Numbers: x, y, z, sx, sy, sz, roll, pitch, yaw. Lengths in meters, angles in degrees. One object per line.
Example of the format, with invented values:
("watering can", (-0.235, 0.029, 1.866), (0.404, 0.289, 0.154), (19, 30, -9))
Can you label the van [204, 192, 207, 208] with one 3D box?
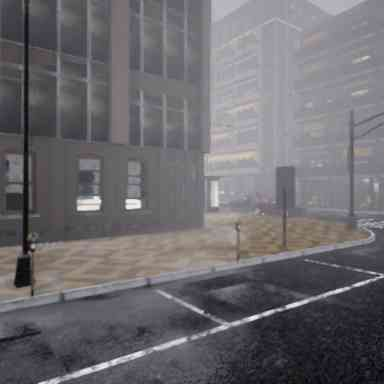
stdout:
("van", (-0.048, 0.762, 34.593), (1.690, 1.788, 3.998), (1, 0, -36))

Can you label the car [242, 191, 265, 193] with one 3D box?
("car", (6.738, 0.768, 39.510), (2.192, 1.841, 5.009), (1, 0, -36))

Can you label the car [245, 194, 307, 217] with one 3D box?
("car", (6.577, 1.142, 25.427), (1.887, 1.381, 4.507), (1, 0, -36))

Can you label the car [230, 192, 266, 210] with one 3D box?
("car", (5.499, 1.048, 31.317), (1.812, 1.442, 4.674), (0, 1, -36))
